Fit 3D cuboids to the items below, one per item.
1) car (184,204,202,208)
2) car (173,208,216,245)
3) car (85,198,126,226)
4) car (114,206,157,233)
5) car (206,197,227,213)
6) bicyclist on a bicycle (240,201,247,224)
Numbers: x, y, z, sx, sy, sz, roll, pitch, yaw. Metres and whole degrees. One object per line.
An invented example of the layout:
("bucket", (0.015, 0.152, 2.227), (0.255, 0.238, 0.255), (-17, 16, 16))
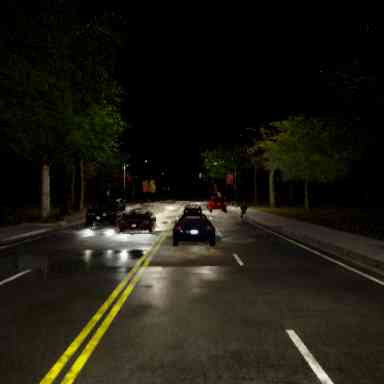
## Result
("car", (0.082, 1.944, 34.506), (1.895, 1.301, 4.718), (0, -1, 0))
("car", (0.091, 1.727, 16.448), (1.994, 1.385, 4.181), (0, -1, 0))
("car", (-6.613, 1.478, 26.188), (2.150, 2.045, 5.566), (0, 0, 0))
("car", (-3.362, 1.774, 21.265), (1.994, 1.385, 4.181), (0, -1, 0))
("car", (3.327, 1.655, 43.758), (2.150, 2.045, 5.566), (0, -1, 0))
("bicyclist on a bicycle", (4.129, 1.634, 26.711), (0.659, 1.776, 1.843), (0, 1, 0))
